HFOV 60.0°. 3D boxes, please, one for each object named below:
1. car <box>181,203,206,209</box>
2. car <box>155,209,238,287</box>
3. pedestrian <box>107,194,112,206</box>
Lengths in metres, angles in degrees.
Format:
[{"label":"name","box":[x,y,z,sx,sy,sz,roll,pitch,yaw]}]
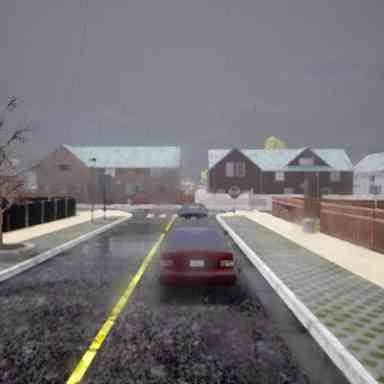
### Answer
[{"label":"car","box":[0.084,1.325,19.395,2.033,1.411,5.357,0,1,0]},{"label":"car","box":[0.095,1.442,9.125,2.033,1.411,5.357,0,1,0]},{"label":"pedestrian","box":[-9.381,0.625,37.549,0.375,1.860,0.375,0,0,1]}]
